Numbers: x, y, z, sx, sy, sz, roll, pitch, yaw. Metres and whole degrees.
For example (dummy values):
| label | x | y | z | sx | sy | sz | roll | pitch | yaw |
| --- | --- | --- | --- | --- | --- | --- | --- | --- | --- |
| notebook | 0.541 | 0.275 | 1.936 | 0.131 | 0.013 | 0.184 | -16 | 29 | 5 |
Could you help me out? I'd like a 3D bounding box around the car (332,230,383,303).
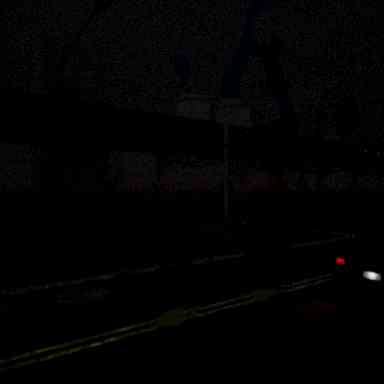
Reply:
| label | x | y | z | sx | sy | sz | roll | pitch | yaw |
| --- | --- | --- | --- | --- | --- | --- | --- | --- | --- |
| car | 4.965 | 1.505 | 7.316 | 4.181 | 1.385 | 1.994 | 0 | 0 | -35 |
